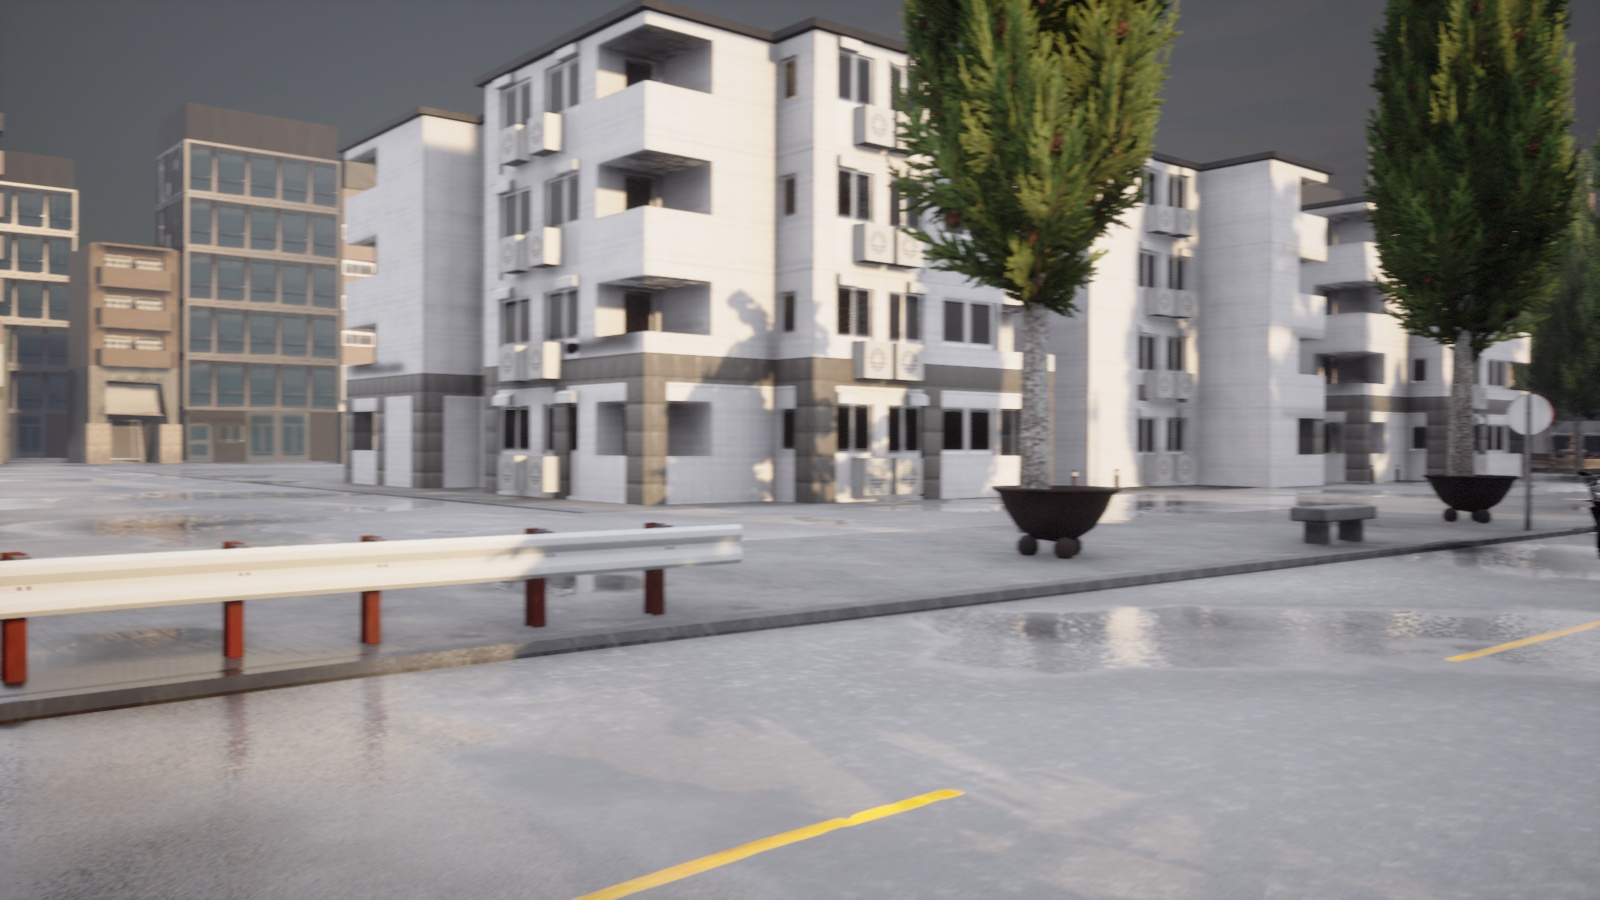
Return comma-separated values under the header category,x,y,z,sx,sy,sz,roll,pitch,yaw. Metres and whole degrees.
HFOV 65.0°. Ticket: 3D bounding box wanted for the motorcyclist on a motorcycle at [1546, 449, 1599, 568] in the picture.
category,x,y,z,sx,sy,sz,roll,pitch,yaw
motorcyclist on a motorcycle,10.961,0.751,16.945,2.191,1.530,0.866,0,0,-41
